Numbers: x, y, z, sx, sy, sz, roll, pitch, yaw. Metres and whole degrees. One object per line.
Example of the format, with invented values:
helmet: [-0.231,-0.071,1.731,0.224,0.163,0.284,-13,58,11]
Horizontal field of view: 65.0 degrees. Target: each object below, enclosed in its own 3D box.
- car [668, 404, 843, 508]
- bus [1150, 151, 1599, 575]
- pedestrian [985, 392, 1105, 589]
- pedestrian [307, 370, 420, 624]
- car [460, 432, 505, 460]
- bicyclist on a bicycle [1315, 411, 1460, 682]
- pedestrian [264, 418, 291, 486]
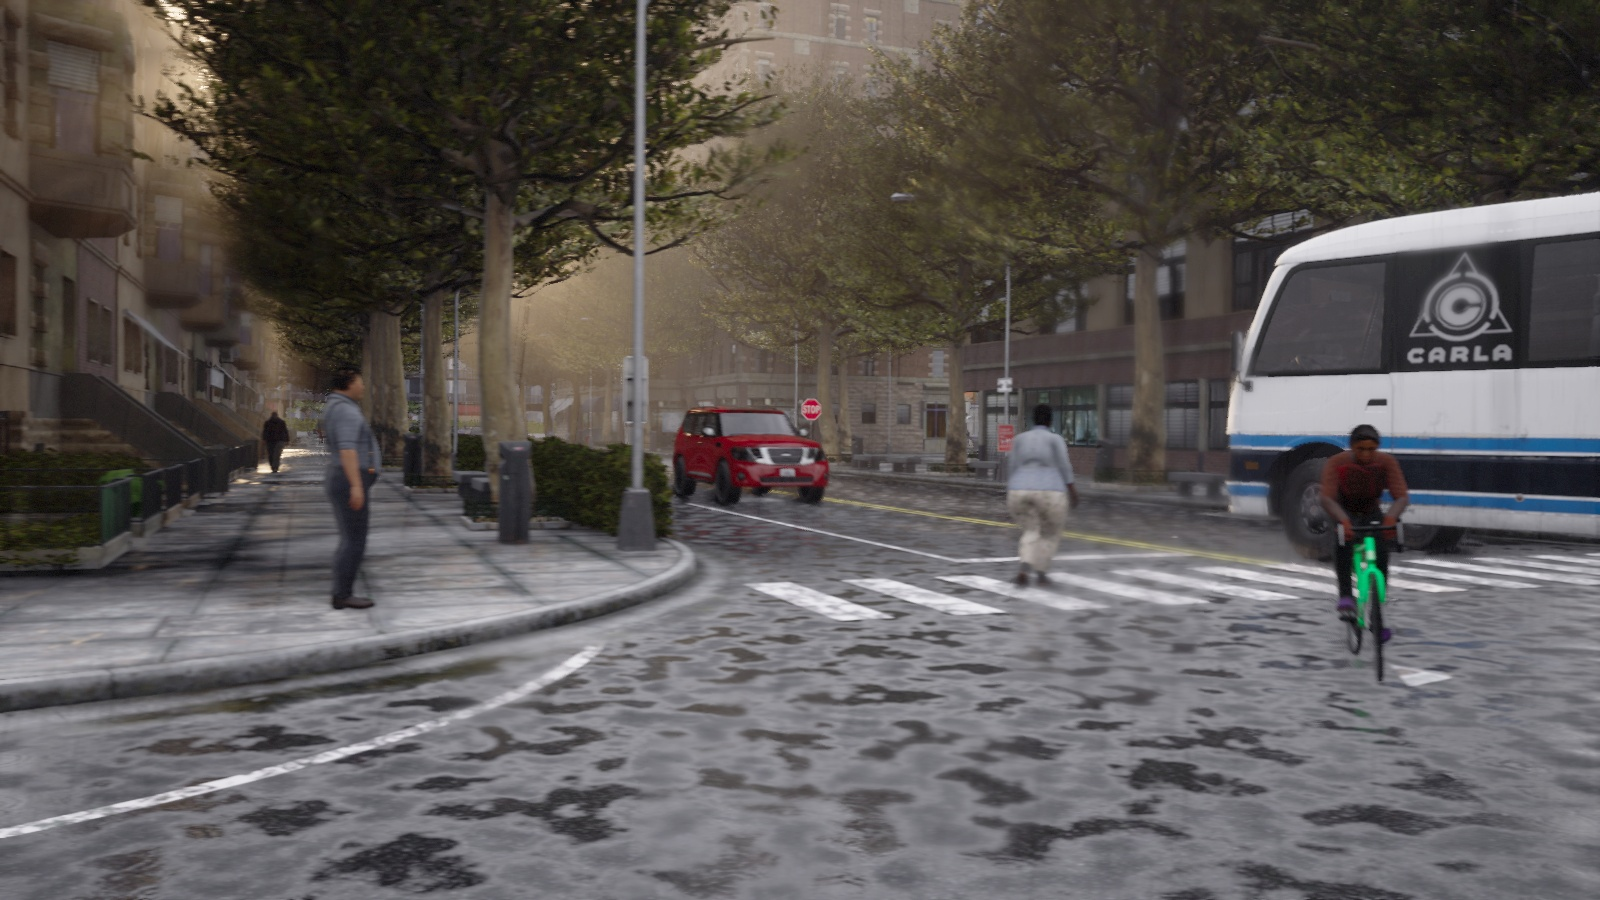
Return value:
car: [-1.145,0.075,27.892,2.150,2.045,5.566,-1,1,-21]
bus: [9.438,-0.908,13.995,3.944,4.253,10.273,-1,1,-39]
pedestrian: [2.429,0.376,12.425,0.874,1.855,0.900,0,1,34]
pedestrian: [-3.308,0.336,9.516,0.694,1.848,0.540,-1,1,-30]
car: [-18.359,-0.236,72.475,2.007,1.525,4.514,-1,1,-21]
bicyclist on a bicycle: [3.861,0.571,8.359,0.582,1.620,1.656,-2,0,17]
pedestrian: [-14.544,0.043,34.980,0.634,1.844,0.899,-1,1,-21]
